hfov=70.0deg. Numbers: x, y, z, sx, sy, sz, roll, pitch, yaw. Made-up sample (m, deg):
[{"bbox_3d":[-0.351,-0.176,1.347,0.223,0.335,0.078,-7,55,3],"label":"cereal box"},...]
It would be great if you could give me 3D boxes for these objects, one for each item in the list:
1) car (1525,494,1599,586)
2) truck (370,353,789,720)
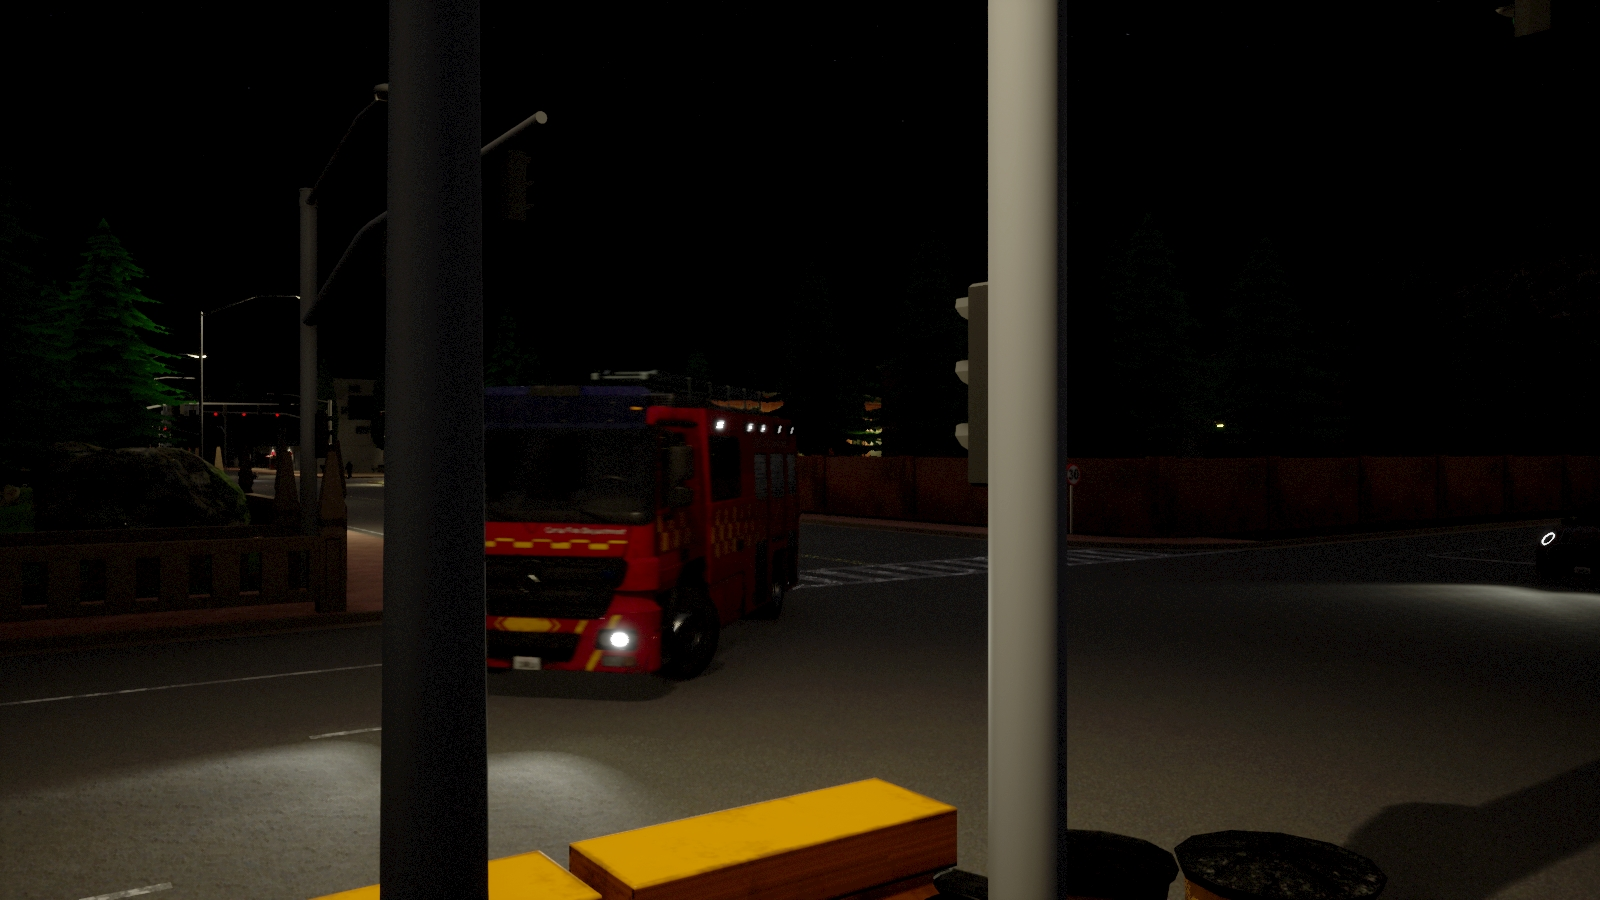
[{"bbox_3d":[18.010,1.906,24.946,4.553,1.767,2.097,0,0,-35],"label":"car"},{"bbox_3d":[-2.437,0.890,16.328,2.891,3.827,8.468,0,0,11],"label":"truck"}]
